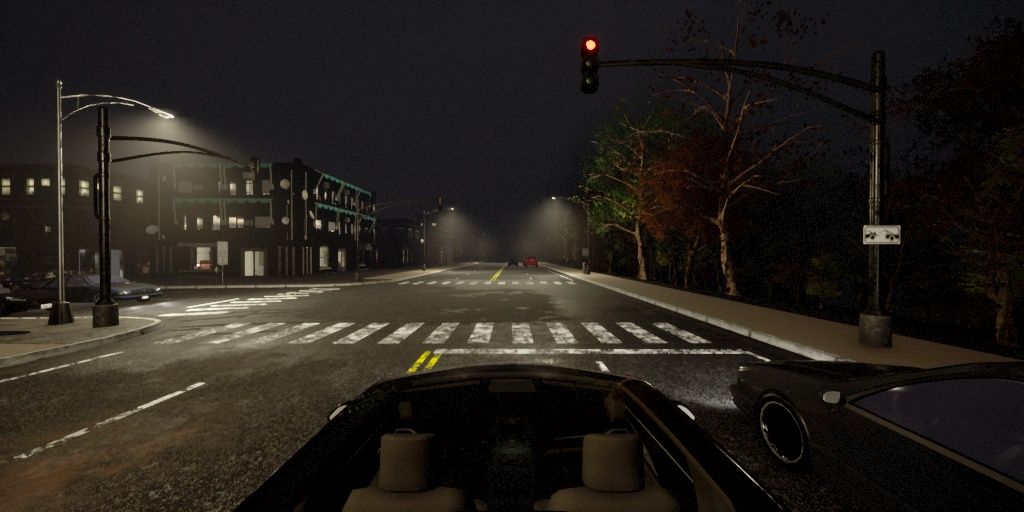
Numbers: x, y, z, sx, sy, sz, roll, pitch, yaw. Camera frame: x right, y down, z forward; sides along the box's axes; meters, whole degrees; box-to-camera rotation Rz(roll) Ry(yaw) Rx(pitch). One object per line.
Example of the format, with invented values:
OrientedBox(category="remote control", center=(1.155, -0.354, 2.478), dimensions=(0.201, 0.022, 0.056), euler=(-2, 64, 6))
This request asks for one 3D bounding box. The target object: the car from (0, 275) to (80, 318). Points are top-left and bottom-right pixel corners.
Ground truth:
OrientedBox(category="car", center=(-19.931, 1.565, 13.688), dimensions=(4.313, 1.339, 1.948), euler=(0, 0, 0))

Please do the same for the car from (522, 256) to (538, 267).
OrientedBox(category="car", center=(3.440, 0.948, 63.902), dimensions=(2.150, 2.045, 5.566), euler=(0, 0, 0))

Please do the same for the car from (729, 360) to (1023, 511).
OrientedBox(category="car", center=(3.326, 1.297, 1.696), dimensions=(2.033, 1.411, 5.357), euler=(0, 0, 3))

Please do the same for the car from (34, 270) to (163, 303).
OrientedBox(category="car", center=(-19.282, 1.511, 16.413), dimensions=(5.357, 1.411, 2.033), euler=(-1, 1, 3))
